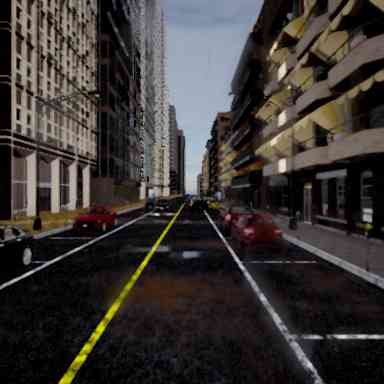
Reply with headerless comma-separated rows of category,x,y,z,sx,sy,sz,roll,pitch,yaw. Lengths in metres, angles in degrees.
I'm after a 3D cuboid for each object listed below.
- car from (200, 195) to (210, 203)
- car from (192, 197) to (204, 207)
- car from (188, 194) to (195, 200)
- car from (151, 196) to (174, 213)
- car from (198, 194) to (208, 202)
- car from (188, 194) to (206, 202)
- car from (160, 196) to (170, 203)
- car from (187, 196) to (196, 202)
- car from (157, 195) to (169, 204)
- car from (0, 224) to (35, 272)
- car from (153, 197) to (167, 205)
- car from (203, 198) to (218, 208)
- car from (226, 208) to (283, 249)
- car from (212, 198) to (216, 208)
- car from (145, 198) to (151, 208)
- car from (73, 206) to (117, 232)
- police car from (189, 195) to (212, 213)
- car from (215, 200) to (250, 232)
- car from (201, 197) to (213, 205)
car,2.668,1.472,70.771,1.967,1.590,4.097,0,0,0
car,0.882,1.522,53.592,1.837,1.490,4.892,0,0,0
car,-0.029,1.413,93.128,1.882,1.535,5.008,0,0,0
car,-3.103,1.513,36.976,1.837,1.490,4.892,0,0,0
car,2.665,1.358,82.069,2.192,1.841,5.009,0,0,0
car,0.773,1.491,47.593,1.882,1.535,5.008,0,0,0
car,-5.713,1.556,70.599,1.752,1.417,4.829,0,0,0
car,-0.022,1.500,72.814,1.895,1.301,4.718,0,0,0
car,-5.711,1.466,65.121,1.967,1.590,4.097,0,0,0
car,-5.691,1.550,8.635,2.008,1.369,4.403,0,0,0
car,-5.708,1.571,59.471,2.008,1.369,4.403,0,0,0
car,2.676,1.579,48.178,1.947,1.339,4.313,0,0,0
car,2.687,1.583,14.287,1.802,1.307,4.206,0,0,0
car,2.678,1.536,42.699,1.752,1.417,4.829,0,0,0
car,-5.705,1.578,48.175,1.947,1.339,4.313,0,0,0
car,-5.695,1.546,19.932,1.887,1.381,4.507,0,0,0
police car,0.888,1.433,37.701,1.930,1.638,5.238,0,0,0
car,2.685,1.443,19.935,1.967,1.590,4.097,0,0,0
car,2.672,1.572,59.475,2.008,1.369,4.403,0,0,0
